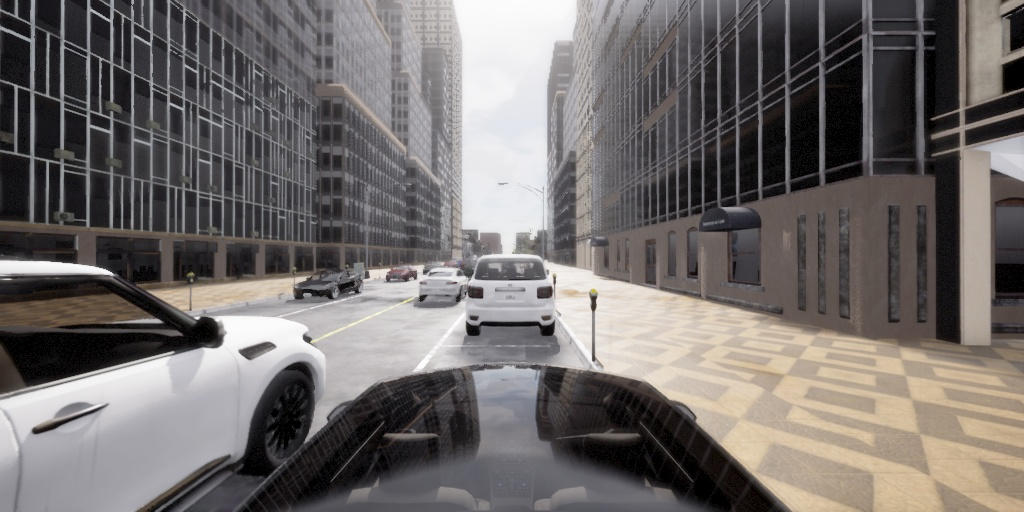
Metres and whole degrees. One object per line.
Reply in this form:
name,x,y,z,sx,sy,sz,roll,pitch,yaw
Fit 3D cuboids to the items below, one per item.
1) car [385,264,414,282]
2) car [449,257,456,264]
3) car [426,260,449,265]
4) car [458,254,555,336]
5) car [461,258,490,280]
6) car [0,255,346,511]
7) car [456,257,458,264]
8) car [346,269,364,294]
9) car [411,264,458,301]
car,-8.835,1.324,29.033,1.802,1.307,4.207,0,0,0
car,-8.836,1.273,51.803,1.888,1.381,4.507,0,0,0
car,-8.836,1.286,40.419,2.007,1.370,4.403,0,0,0
car,-0.039,0.977,10.529,2.150,2.045,5.566,0,0,0
car,-3.142,1.091,31.872,2.097,1.767,4.553,0,0,0
car,-3.145,0.973,1.615,2.150,2.045,5.566,0,0,0
car,-6.148,1.079,50.464,2.097,1.767,4.553,0,0,0
car,-8.836,1.313,17.650,1.948,1.339,4.313,0,0,0
car,-3.140,1.273,17.161,1.812,1.442,4.674,0,0,0
